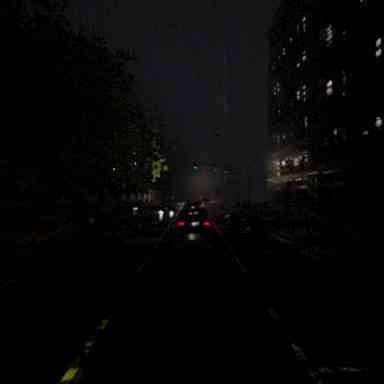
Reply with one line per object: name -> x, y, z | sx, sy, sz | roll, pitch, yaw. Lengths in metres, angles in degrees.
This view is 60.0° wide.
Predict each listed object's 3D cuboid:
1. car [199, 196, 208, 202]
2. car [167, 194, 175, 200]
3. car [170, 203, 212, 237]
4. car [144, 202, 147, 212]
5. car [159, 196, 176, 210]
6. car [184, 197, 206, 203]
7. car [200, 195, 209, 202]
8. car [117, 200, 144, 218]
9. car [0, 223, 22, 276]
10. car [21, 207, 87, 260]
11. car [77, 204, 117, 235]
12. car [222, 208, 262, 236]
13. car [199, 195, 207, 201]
car -> 2.676, 1.536, 78.375 | 1.947, 1.339, 4.313 | 0, 0, 0
car -> -5.706, 1.414, 89.639 | 1.967, 1.590, 4.097 | 0, 0, 0
car -> 0.096, 1.531, 17.903 | 2.033, 1.411, 5.357 | 0, 0, 0
car -> -5.824, 1.517, 34.822 | 1.887, 1.381, 4.507 | 0, 0, 0
car -> -3.013, 1.517, 41.765 | 2.033, 1.411, 5.357 | 0, 0, 0
car -> 0.094, 1.537, 34.877 | 1.994, 1.385, 4.181 | 0, 0, 0
car -> 2.677, 1.535, 72.742 | 1.947, 1.339, 4.313 | 0, 0, 0
car -> -5.771, 1.526, 29.282 | 2.008, 1.369, 4.403 | 0, 0, 0
car -> -5.689, 1.574, 7.129 | 1.802, 1.307, 4.206 | 0, 0, 0
car -> -5.690, 1.513, 12.497 | 1.752, 1.417, 4.829 | 0, 0, 0
car -> -5.691, 1.424, 18.207 | 1.967, 1.590, 4.097 | 0, 0, 0
car -> 2.689, 1.535, 18.210 | 2.008, 1.369, 4.403 | 0, 0, 0
car -> 2.675, 1.538, 84.008 | 1.947, 1.339, 4.313 | 0, 0, 0
